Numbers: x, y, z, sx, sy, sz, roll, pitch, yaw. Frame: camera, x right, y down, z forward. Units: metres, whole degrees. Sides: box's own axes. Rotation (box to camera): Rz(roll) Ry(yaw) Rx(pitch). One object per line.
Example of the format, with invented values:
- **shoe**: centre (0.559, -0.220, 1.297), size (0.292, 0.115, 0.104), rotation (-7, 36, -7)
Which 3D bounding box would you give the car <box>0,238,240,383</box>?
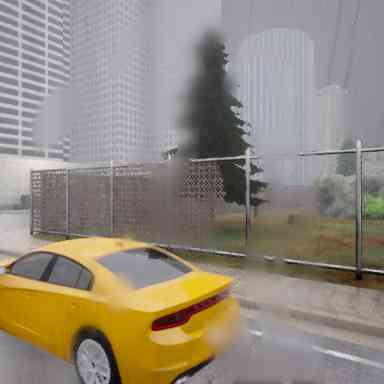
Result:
- **car**: centre (-1.714, 1.478, 5.224), size (5.008, 1.535, 1.882), rotation (0, 0, 35)
